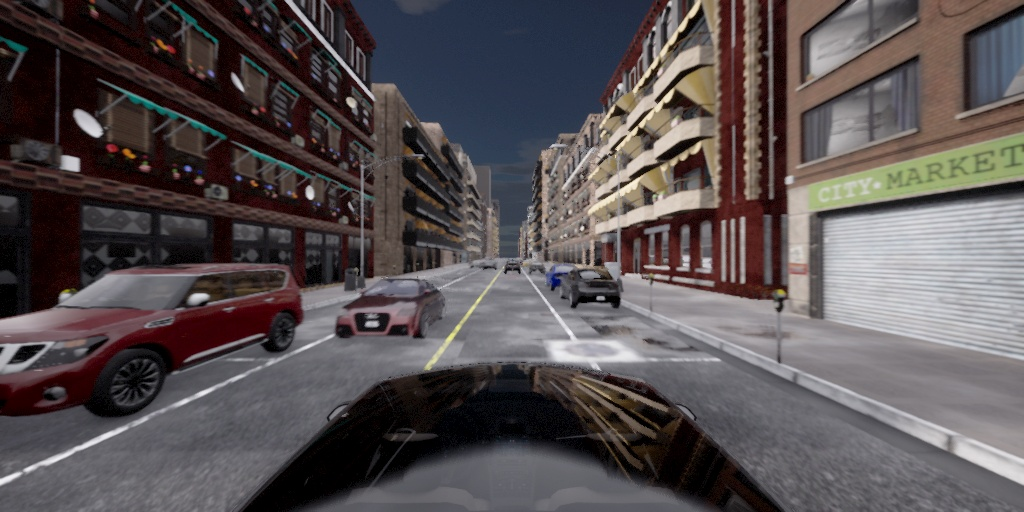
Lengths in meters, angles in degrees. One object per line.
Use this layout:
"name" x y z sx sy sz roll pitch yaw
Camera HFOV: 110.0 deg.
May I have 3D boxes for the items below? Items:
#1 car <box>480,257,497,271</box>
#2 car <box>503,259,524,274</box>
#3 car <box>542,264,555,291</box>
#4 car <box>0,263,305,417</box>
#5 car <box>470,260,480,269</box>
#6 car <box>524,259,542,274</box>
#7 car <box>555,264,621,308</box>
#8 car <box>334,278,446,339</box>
"car" -3.067 1.256 50.340 1.837 1.490 4.892 0 0 0
"car" 0.085 1.253 41.853 1.837 1.490 4.892 0 -1 0
"car" 3.143 1.229 22.131 1.882 1.535 5.008 0 0 0
"car" -5.691 1.065 6.140 2.192 1.841 5.009 0 0 0
"car" -5.684 1.301 56.866 2.007 1.370 4.403 0 0 0
"car" 2.695 1.302 39.952 2.007 1.370 4.403 0 0 0
"car" 3.147 1.255 15.132 1.837 1.490 4.892 0 0 0
"car" -3.099 1.315 9.924 1.994 1.385 4.181 0 0 0
